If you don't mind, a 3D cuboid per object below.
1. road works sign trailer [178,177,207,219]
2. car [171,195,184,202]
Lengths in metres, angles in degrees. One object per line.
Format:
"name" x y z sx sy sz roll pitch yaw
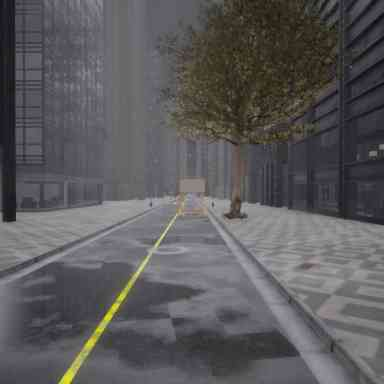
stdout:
"road works sign trailer" 0.016 0.486 28.937 2.380 3.560 2.880 0 0 0
"car" -3.000 1.480 76.744 2.097 1.767 4.553 0 0 0
